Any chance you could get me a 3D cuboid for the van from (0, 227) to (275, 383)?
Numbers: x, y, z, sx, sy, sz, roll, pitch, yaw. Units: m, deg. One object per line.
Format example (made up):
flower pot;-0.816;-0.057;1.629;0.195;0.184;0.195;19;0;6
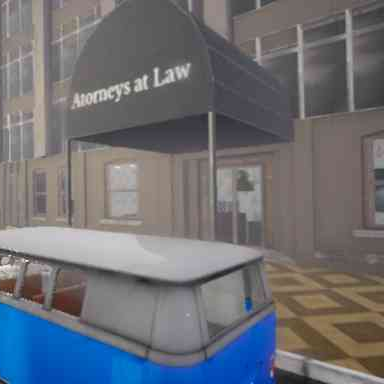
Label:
van;-1.097;1.353;3.671;3.998;1.788;1.690;0;-1;35
